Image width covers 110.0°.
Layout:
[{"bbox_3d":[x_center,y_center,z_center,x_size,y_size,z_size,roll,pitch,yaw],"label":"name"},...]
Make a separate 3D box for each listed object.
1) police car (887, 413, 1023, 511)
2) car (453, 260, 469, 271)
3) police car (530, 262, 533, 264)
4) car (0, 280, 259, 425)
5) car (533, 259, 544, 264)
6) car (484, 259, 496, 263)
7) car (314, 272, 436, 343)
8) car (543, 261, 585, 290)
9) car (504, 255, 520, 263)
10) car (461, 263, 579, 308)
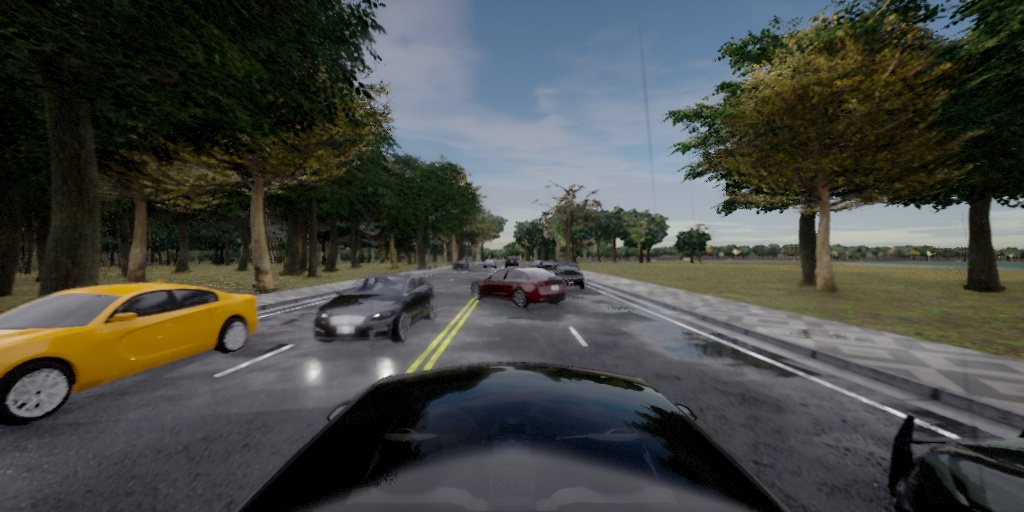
[{"bbox_3d":[3.251,1.260,0.147,2.038,1.542,4.974,0,0,0],"label":"police car"},{"bbox_3d":[-6.601,1.231,47.534,2.033,1.411,5.357,0,0,0],"label":"car"},{"bbox_3d":[3.236,1.188,44.151,2.038,1.542,4.974,0,0,0],"label":"police car"},{"bbox_3d":[-6.602,1.216,5.918,1.882,1.535,5.008,0,0,0],"label":"car"},{"bbox_3d":[3.240,1.191,33.149,1.837,1.490,4.892,0,0,0],"label":"car"},{"bbox_3d":[-3.325,1.216,54.189,1.812,1.442,4.674,0,0,0],"label":"car"},{"bbox_3d":[-3.352,1.221,9.674,2.128,1.511,4.902,0,0,0],"label":"car"},{"bbox_3d":[3.244,1.209,22.148,1.837,1.490,4.892,0,0,0],"label":"car"},{"bbox_3d":[0.010,0.916,55.430,2.150,2.045,5.566,0,0,0],"label":"car"},{"bbox_3d":[0.154,1.222,15.155,2.163,1.488,4.792,0,0,-39],"label":"car"}]
